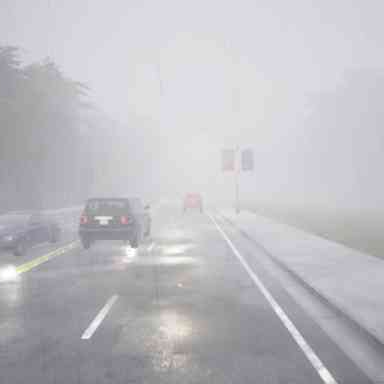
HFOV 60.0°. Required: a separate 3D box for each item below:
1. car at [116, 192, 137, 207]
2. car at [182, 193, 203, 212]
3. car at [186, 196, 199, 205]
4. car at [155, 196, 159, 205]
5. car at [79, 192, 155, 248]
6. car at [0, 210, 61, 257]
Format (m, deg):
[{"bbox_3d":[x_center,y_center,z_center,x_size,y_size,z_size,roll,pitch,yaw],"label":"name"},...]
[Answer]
[{"bbox_3d":[-9.828,1.072,50.325,2.150,2.045,5.566,0,0,0],"label":"car"},{"bbox_3d":[0.090,1.090,37.347,2.150,2.045,5.566,0,0,0],"label":"car"},{"bbox_3d":[0.082,1.410,56.195,1.994,1.385,4.181,0,0,0],"label":"car"},{"bbox_3d":[-6.571,1.374,54.207,1.812,1.442,4.674,0,0,0],"label":"car"},{"bbox_3d":[-3.155,1.156,14.564,2.150,2.045,5.566,0,0,0],"label":"car"},{"bbox_3d":[-6.602,1.468,12.783,1.812,1.442,4.674,0,0,0],"label":"car"}]
